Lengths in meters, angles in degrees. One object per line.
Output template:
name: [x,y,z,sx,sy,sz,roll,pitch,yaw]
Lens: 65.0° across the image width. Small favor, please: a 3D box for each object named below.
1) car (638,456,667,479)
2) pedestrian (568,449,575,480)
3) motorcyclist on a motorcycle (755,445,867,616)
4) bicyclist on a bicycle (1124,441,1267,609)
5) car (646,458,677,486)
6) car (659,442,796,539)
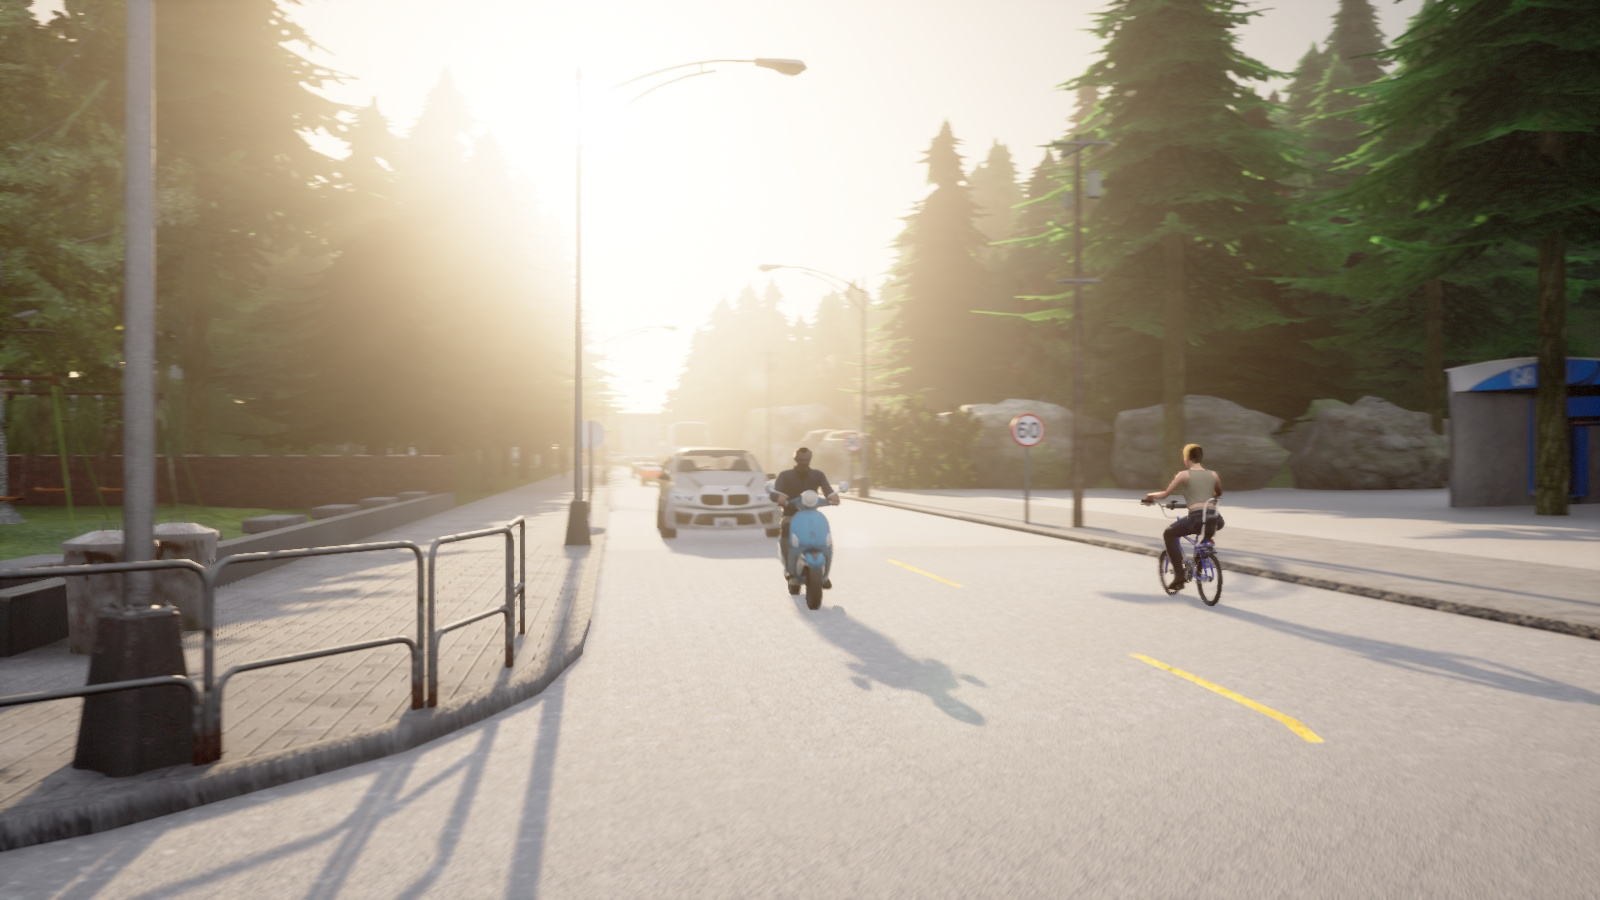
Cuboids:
car: [-10.011,1.184,84.990,1.837,1.490,4.892,0,0,-8]
pedestrian: [-13.510,0.852,74.212,0.370,1.835,0.726,0,0,-13]
motorcyclist on a motorcycle: [0.076,0.757,12.697,0.866,1.590,1.817,0,0,-8]
bicyclist on a bicycle: [4.007,0.725,12.857,0.866,1.612,1.509,0,0,-6]
car: [-7.007,1.122,63.336,1.481,1.376,2.207,0,-1,-8]
car: [-1.508,0.706,23.990,2.242,1.667,4.611,0,0,-8]
